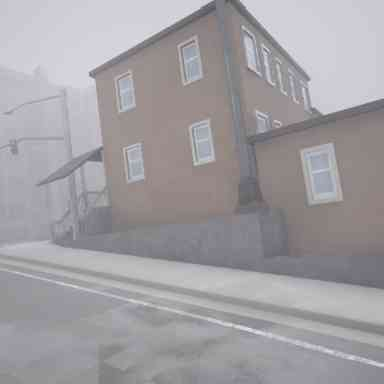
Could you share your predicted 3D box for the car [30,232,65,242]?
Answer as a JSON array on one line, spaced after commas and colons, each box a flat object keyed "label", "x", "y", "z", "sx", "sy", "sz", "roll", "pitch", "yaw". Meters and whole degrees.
[{"label": "car", "x": -11.723, "y": 4.286, "z": 29.090, "sx": 1.837, "sy": 1.490, "sz": 4.892, "roll": -12, "pitch": -11, "yaw": 35}]
